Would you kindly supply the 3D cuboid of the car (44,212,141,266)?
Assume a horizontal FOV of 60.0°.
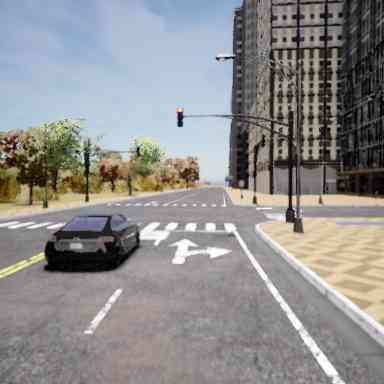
[{"bbox_3d":[-2.899,1.309,10.542,1.994,1.385,4.181,0,1,2],"label":"car"}]
